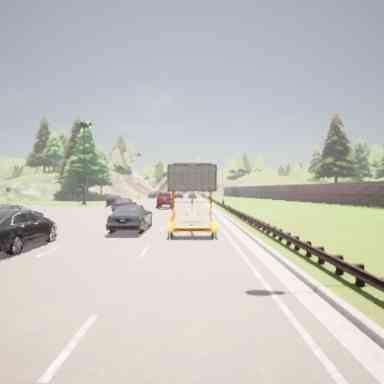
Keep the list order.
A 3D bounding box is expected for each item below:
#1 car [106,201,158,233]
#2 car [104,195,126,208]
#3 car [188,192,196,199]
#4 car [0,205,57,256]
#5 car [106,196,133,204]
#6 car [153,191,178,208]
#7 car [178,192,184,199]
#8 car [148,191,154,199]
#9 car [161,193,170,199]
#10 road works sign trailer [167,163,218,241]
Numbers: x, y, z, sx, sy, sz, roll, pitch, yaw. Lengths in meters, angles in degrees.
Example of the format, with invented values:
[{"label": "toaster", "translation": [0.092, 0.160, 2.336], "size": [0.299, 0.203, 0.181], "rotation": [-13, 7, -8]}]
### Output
[{"label": "car", "translation": [-3.390, 1.446, 18.738], "size": [2.033, 1.411, 5.357], "rotation": [0, 0, 0]}, {"label": "car", "translation": [-10.373, 1.260, 45.257], "size": [1.837, 1.490, 4.892], "rotation": [0, 0, 0]}, {"label": "car", "translation": [0.052, 1.069, 87.494], "size": [1.994, 1.385, 4.181], "rotation": [0, 0, 0]}, {"label": "car", "translation": [-6.894, 1.436, 12.786], "size": [1.837, 1.490, 4.892], "rotation": [0, 1, 0]}, {"label": "car", "translation": [-6.880, 1.363, 34.022], "size": [2.033, 1.411, 5.357], "rotation": [0, 0, 0]}, {"label": "car", "translation": [-3.375, 0.985, 43.578], "size": [2.150, 2.045, 5.566], "rotation": [0, 0, 0]}, {"label": "car", "translation": [-3.449, 1.001, 87.113], "size": [1.837, 1.490, 4.892], "rotation": [0, 0, 0]}, {"label": "car", "translation": [-10.448, 0.857, 88.336], "size": [2.097, 1.767, 4.553], "rotation": [0, 0, 0]}, {"label": "car", "translation": [-6.949, 1.044, 87.115], "size": [2.128, 1.511, 4.902], "rotation": [0, 0, 0]}, {"label": "road works sign trailer", "translation": [0.009, 0.376, 16.143], "size": [2.380, 3.560, 2.880], "rotation": [0, 0, 0]}]
